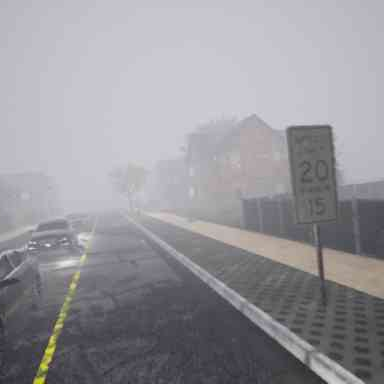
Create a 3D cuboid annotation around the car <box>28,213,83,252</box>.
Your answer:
[{"bbox_3d":[-6.751,2.096,16.492,1.837,1.490,4.892,-5,0,-15],"label":"car"}]

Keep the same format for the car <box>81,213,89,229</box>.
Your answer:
[{"bbox_3d":[-9.767,2.462,28.045,1.895,1.301,4.718,-5,0,-15],"label":"car"}]

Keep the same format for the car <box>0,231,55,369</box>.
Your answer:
[{"bbox_3d":[-3.928,1.840,5.735,2.128,1.511,4.902,-5,0,-15],"label":"car"}]
